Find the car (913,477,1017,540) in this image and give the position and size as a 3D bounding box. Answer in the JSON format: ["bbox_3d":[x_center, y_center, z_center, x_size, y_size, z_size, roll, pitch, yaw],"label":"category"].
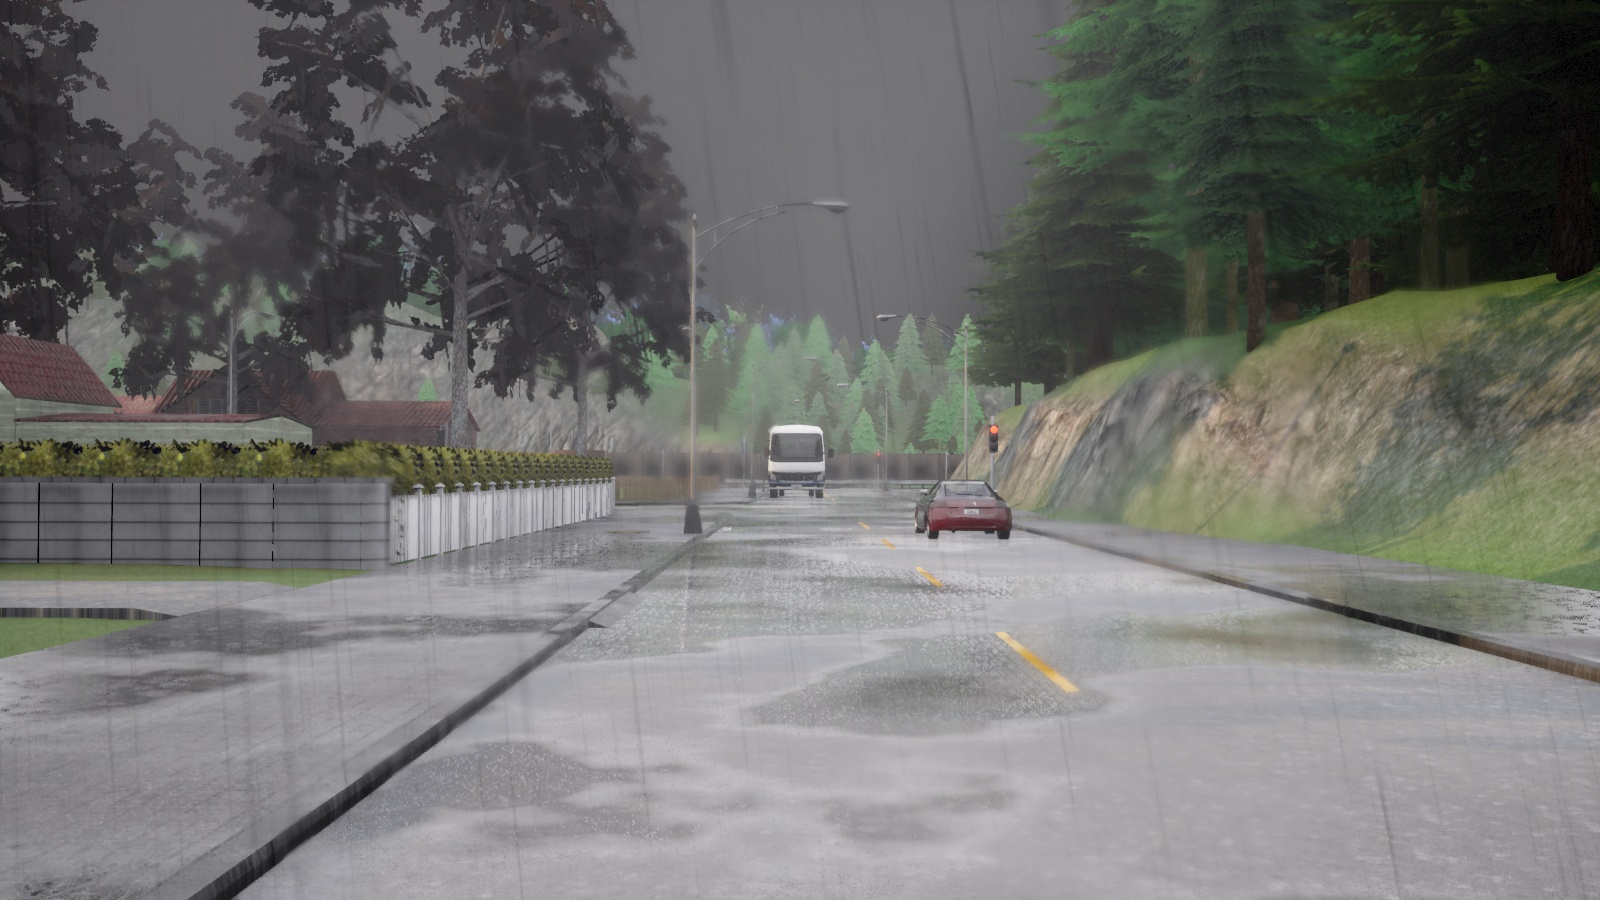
[{"bbox_3d":[3.919,1.374,30.520,1.994,1.385,4.181,0,-1,0],"label":"car"}]

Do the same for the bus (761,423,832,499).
[{"bbox_3d":[-0.192,0.698,75.175,3.944,4.253,10.273,0,-1,0],"label":"bus"}]
